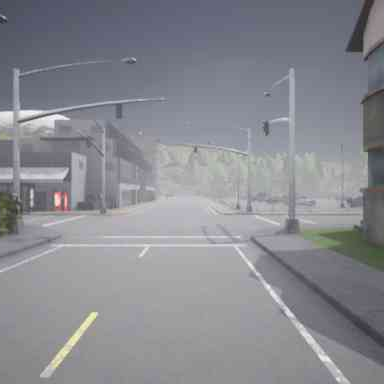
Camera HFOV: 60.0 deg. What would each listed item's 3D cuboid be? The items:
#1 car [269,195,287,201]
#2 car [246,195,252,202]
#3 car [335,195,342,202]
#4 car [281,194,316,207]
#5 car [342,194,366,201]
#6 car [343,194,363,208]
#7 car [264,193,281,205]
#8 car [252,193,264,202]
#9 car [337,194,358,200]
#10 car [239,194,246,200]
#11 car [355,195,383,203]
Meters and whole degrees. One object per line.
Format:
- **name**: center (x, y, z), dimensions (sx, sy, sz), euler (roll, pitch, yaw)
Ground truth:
- **car**: center (21.307, 1.369, 82.377), dimensions (3.806, 1.475, 1.970), euler (0, 0, 0)
- **car**: center (13.751, 1.079, 66.773), dimensions (4.605, 1.855, 1.932), euler (0, 0, 0)
- **car**: center (32.300, 1.304, 70.385), dimensions (3.633, 1.501, 1.845), euler (0, 0, 0)
- **car**: center (14.489, 1.211, 44.655), dimensions (3.806, 1.475, 1.970), euler (0, 0, 0)
- **car**: center (39.973, 1.318, 82.232), dimensions (5.027, 1.636, 2.152), euler (0, 0, 0)
- **car**: center (21.539, 1.277, 40.993), dimensions (4.514, 1.523, 2.007), euler (0, 0, 0)
- **car**: center (14.165, 1.133, 51.073), dimensions (5.027, 1.636, 2.152), euler (0, 0, 0)
- **car**: center (14.164, 1.058, 63.867), dimensions (3.866, 1.878, 1.905), euler (0, 0, 0)
- **car**: center (39.920, 1.327, 85.369), dimensions (4.514, 1.523, 2.007), euler (0, 0, 0)
- **car**: center (13.886, 1.358, 85.356), dimensions (3.633, 1.501, 1.845), euler (0, 0, 0)
- **car**: center (32.259, 1.281, 60.392), dimensions (4.514, 1.523, 2.007), euler (0, 0, 0)
